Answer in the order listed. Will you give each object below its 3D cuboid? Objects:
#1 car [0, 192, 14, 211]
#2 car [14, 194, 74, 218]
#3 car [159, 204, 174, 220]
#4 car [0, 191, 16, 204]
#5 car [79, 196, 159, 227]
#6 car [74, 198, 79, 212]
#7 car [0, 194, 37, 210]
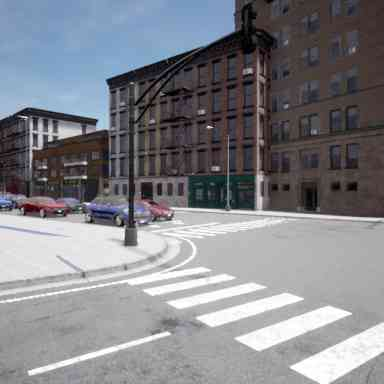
[{"bbox_3d":[-19.235,1.025,32.293,5.008,1.535,1.882,1,0,40],"label":"car"},{"bbox_3d":[-11.748,1.118,26.226,5.008,1.535,1.882,1,0,39],"label":"car"},{"bbox_3d":[-3.382,1.266,23.836,4.674,1.442,1.812,1,0,38],"label":"car"},{"bbox_3d":[-27.587,0.786,48.231,4.553,1.767,2.097,1,0,41],"label":"car"},{"bbox_3d":[-4.593,1.089,20.587,4.553,1.767,2.097,1,0,39],"label":"car"},{"bbox_3d":[-11.161,1.201,29.918,4.181,1.385,1.994,1,0,39],"label":"car"},{"bbox_3d":[-19.166,1.029,36.462,4.902,1.511,2.128,1,0,40],"label":"car"}]
